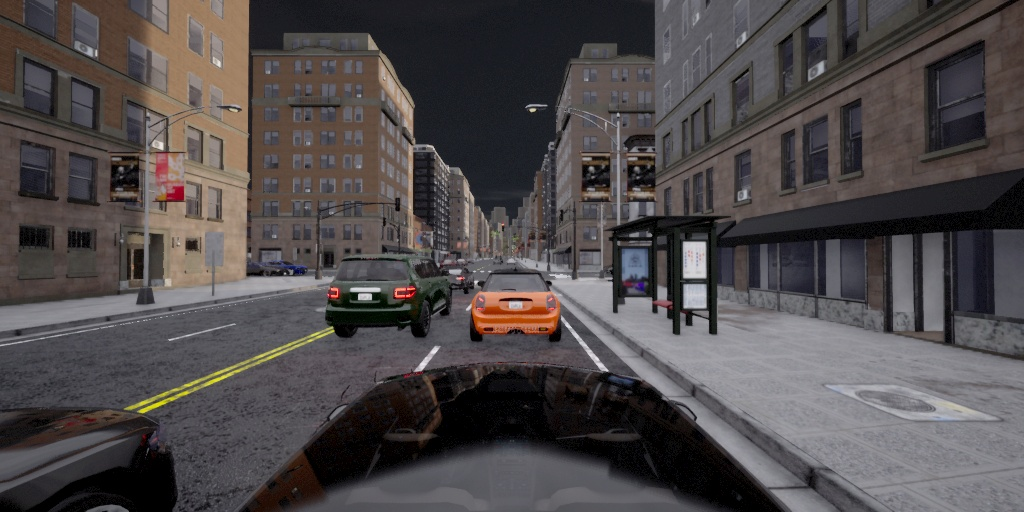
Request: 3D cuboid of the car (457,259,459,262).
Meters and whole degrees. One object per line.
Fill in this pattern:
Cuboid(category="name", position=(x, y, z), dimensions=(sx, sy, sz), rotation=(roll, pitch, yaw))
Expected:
Cuboid(category="car", position=(-9.968, 1.245, 55.338), dimensions=(1.882, 1.535, 5.008), rotation=(0, 0, 0))

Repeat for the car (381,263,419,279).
Cuboid(category="car", position=(-9.918, 1.284, 32.147), dimensions=(1.895, 1.301, 4.718), rotation=(0, -1, 0))

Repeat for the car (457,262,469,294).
Cuboid(category="car", position=(-3.199, 1.282, 20.108), dimensions=(1.812, 1.442, 4.674), rotation=(0, 0, 0))

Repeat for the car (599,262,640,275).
Cuboid(category="car", position=(12.627, 1.442, 42.166), dimensions=(4.181, 1.385, 1.994), rotation=(0, -1, 0))

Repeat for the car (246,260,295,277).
Cuboid(category="car", position=(-22.918, 1.175, 32.008), dimensions=(5.357, 1.411, 2.033), rotation=(0, -1, 0))

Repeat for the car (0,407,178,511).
Cuboid(category="car", position=(-3.144, 1.241, 0.363), dimensions=(2.128, 1.511, 4.902), rotation=(0, 0, 0))

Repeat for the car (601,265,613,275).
Cuboid(category="car", position=(12.816, 1.383, 38.883), dimensions=(5.357, 1.411, 2.033), rotation=(0, -1, 2))

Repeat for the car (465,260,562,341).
Cuboid(category="car", position=(0.080, 1.104, 10.015), dimensions=(2.097, 1.767, 4.553), rotation=(0, 0, 0))

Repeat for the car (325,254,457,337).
Cuboid(category="car", position=(-3.171, 0.974, 10.401), dimensions=(2.150, 2.045, 5.566), rotation=(0, 0, 0))

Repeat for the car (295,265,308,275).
Cuboid(category="car", position=(-22.788, 1.149, 35.258), dimensions=(5.008, 1.535, 1.882), rotation=(0, -1, 0))
